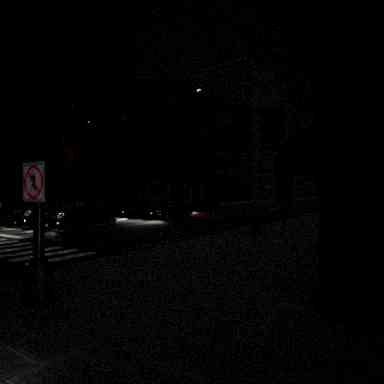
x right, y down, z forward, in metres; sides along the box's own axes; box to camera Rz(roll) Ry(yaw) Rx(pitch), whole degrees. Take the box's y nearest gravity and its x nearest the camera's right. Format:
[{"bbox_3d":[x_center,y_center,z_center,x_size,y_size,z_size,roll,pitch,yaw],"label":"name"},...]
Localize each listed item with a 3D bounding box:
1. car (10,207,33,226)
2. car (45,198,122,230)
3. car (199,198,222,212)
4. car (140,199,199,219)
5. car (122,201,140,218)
[{"bbox_3d":[-9.653,1.304,22.428,2.097,1.767,4.553,0,0,35],"label":"car"},{"bbox_3d":[-6.929,1.298,20.648,2.097,1.767,4.553,0,0,35],"label":"car"},{"bbox_3d":[1.383,1.419,38.017,2.033,1.411,5.357,0,0,36],"label":"car"},{"bbox_3d":[-1.793,1.413,27.904,1.837,1.490,4.892,0,0,35],"label":"car"},{"bbox_3d":[-4.663,1.480,29.487,1.994,1.385,4.181,0,0,35],"label":"car"}]
